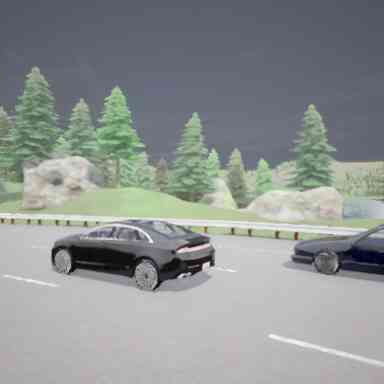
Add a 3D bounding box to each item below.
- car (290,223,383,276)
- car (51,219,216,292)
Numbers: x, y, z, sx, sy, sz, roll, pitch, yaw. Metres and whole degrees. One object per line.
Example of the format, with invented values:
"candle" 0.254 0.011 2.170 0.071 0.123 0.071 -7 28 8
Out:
"car" 5.397 1.509 8.534 5.357 1.411 2.033 0 0 35
"car" -1.735 1.484 8.902 4.902 1.511 2.128 0 0 32
